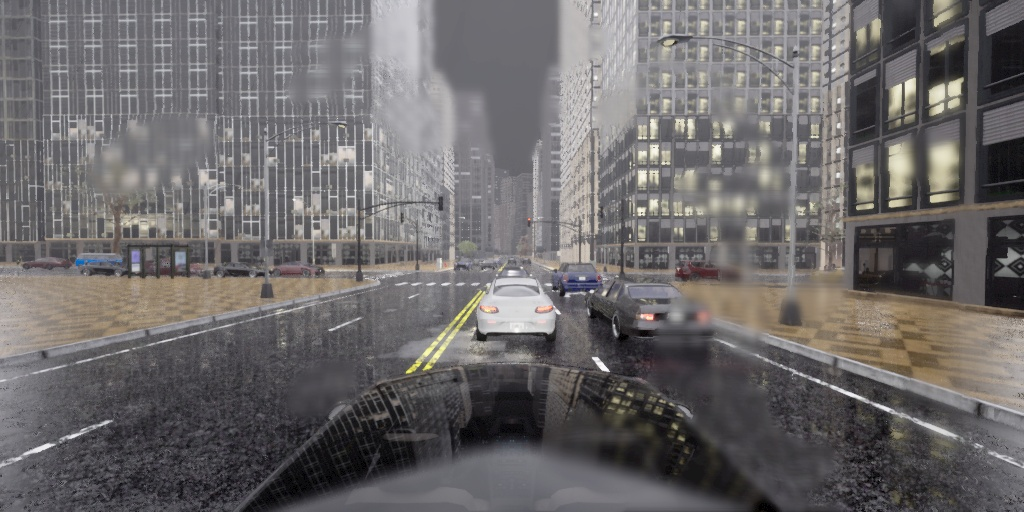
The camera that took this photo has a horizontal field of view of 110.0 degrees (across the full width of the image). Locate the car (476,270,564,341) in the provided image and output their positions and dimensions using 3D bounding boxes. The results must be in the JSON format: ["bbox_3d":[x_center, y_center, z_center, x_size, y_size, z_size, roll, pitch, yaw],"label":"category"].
[{"bbox_3d":[0.100,1.272,9.688,1.812,1.442,4.674,0,0,0],"label":"car"}]

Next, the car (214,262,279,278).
[{"bbox_3d":[-22.727,1.174,30.301,4.313,1.339,1.948,0,0,1],"label":"car"}]

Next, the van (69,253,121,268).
[{"bbox_3d":[-45.281,0.605,39.271,3.998,1.789,1.690,0,0,1],"label":"van"}]

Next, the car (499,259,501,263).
[{"bbox_3d":[-3.312,1.302,62.258,1.895,1.301,4.718,0,0,0],"label":"car"}]

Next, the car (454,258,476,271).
[{"bbox_3d":[-6.616,1.068,49.285,2.097,1.767,4.553,0,0,1],"label":"car"}]

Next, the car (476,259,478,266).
[{"bbox_3d":[-6.559,1.205,63.476,1.837,1.490,4.892,0,0,0],"label":"car"}]

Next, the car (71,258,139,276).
[{"bbox_3d":[-34.091,1.069,30.609,4.313,1.339,1.948,0,0,1],"label":"car"}]

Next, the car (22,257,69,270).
[{"bbox_3d":[-50.963,0.793,39.388,4.207,1.307,1.802,0,0,1],"label":"car"}]

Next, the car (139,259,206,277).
[{"bbox_3d":[-28.411,1.138,30.435,4.207,1.307,1.802,0,0,1],"label":"car"}]

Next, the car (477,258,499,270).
[{"bbox_3d":[-3.334,1.262,51.269,2.033,1.411,5.357,0,0,0],"label":"car"}]

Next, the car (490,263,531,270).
[{"bbox_3d":[0.102,1.288,18.933,2.033,1.411,5.357,0,0,0],"label":"car"}]

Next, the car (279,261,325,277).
[{"bbox_3d":[-19.563,1.156,32.944,4.181,1.385,1.994,1,1,1],"label":"car"}]

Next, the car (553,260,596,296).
[{"bbox_3d":[3.353,1.093,19.215,2.097,1.767,4.553,0,0,0],"label":"car"}]

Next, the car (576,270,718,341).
[{"bbox_3d":[3.353,1.293,9.829,2.033,1.411,5.357,0,0,0],"label":"car"}]

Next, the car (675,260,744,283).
[{"bbox_3d":[16.198,1.269,29.767,5.009,1.841,2.192,0,0,1],"label":"car"}]

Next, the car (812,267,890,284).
[{"bbox_3d":[27.647,1.579,29.569,4.829,1.417,1.751,0,0,1],"label":"car"}]
